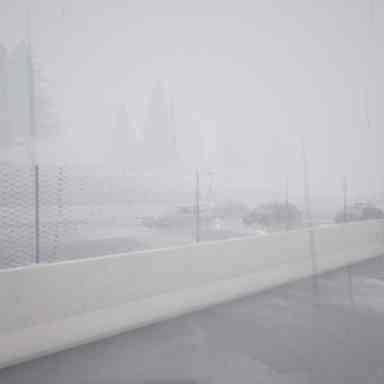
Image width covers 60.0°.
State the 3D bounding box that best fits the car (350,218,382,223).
[{"bbox_3d":[11.279,1.448,22.372,4.181,1.385,1.994,0,0,-42],"label":"car"}]
